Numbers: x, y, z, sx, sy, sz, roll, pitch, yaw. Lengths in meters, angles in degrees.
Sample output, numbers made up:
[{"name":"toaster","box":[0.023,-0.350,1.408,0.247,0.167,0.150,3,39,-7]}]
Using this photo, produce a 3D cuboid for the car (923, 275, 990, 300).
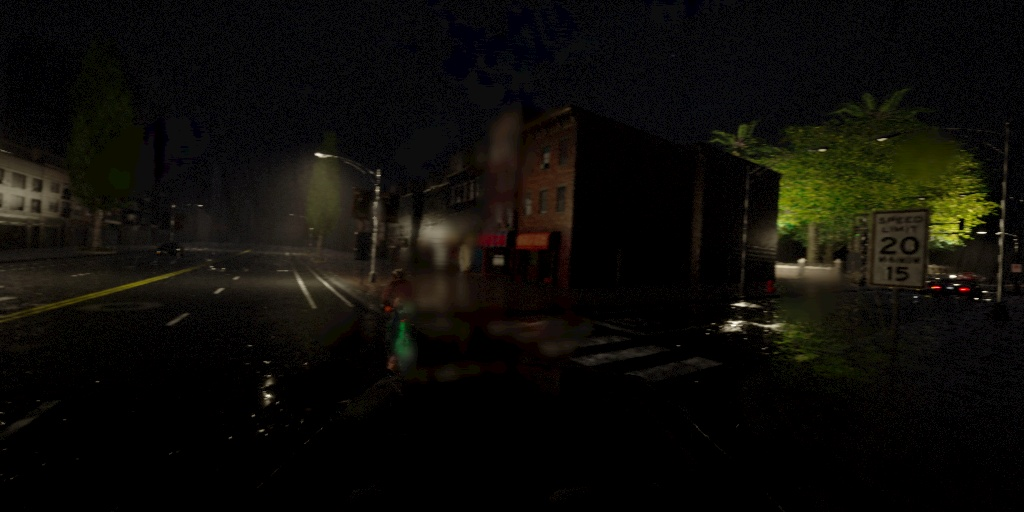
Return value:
[{"name":"car","box":[31.219,2.261,25.125,5.357,1.411,2.033,2,0,-32]}]

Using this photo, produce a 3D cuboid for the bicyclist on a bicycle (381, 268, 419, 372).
[{"name":"bicyclist on a bicycle","box":[-1.851,1.034,5.908,0.582,1.620,1.656,2,0,-33]}]

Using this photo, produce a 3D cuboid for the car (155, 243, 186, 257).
[{"name":"car","box":[-38.084,-0.704,40.080,1.837,1.490,4.892,4,0,-33]}]

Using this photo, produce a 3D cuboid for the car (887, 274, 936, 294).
[{"name":"car","box":[32.415,2.300,29.155,4.181,1.385,1.994,2,0,-32]}]
